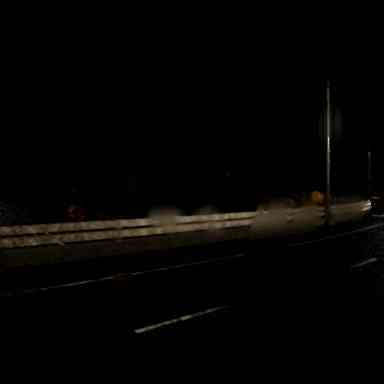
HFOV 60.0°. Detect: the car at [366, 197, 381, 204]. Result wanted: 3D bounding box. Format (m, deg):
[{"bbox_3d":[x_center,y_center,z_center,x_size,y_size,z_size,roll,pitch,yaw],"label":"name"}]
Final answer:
[{"bbox_3d":[38.058,1.711,70.020,2.128,1.511,4.902,0,0,10],"label":"car"}]
